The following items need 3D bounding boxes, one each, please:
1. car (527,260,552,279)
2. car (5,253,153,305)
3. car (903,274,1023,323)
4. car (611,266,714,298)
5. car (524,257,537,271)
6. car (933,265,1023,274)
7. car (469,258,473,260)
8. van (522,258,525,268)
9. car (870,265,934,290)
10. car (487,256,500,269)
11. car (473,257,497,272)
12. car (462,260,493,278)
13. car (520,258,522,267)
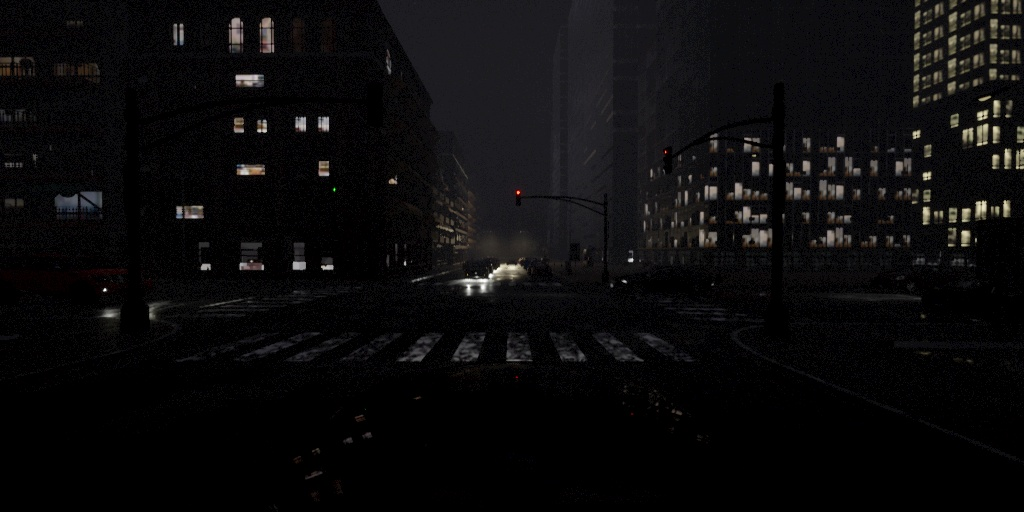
[{"bbox_3d":[2.632,1.281,32.477,1.888,1.381,4.507,0,0,0],"label":"car"},{"bbox_3d":[-18.851,0.915,15.342,5.566,2.045,2.150,0,1,1],"label":"car"},{"bbox_3d":[16.706,1.449,12.181,4.403,1.370,2.007,0,0,1],"label":"car"},{"bbox_3d":[7.555,1.254,18.210,4.902,1.511,2.128,1,1,1],"label":"car"},{"bbox_3d":[2.627,1.170,38.123,1.967,1.591,4.097,0,0,0],"label":"car"},{"bbox_3d":[24.958,1.338,17.981,4.902,1.511,2.128,0,1,1],"label":"car"},{"bbox_3d":[-5.730,1.285,49.375,1.948,1.339,4.313,0,0,0],"label":"car"},{"bbox_3d":[2.618,1.059,49.415,1.690,1.789,3.998,0,0,0],"label":"van"},{"bbox_3d":[23.358,1.236,20.734,4.097,1.591,1.967,0,0,1],"label":"car"},{"bbox_3d":[-3.124,1.069,50.791,2.097,1.767,4.553,0,0,0],"label":"car"},{"bbox_3d":[-3.130,1.232,41.555,1.837,1.490,4.892,0,0,0],"label":"car"},{"bbox_3d":[-3.115,1.300,32.816,1.994,1.385,4.181,0,0,0],"label":"car"},{"bbox_3d":[2.613,1.257,55.061,1.888,1.381,4.507,0,0,0],"label":"car"}]
